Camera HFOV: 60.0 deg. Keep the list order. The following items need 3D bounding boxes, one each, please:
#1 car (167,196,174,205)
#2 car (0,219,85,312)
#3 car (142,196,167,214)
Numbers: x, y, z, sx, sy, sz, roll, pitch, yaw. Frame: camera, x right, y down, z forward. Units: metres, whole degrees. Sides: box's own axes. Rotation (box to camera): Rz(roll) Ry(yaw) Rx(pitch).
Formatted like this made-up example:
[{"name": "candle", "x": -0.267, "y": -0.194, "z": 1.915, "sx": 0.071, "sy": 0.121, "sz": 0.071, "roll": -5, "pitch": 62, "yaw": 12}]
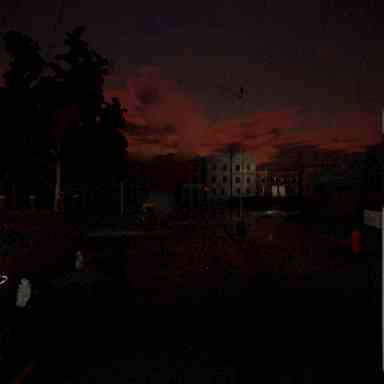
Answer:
[{"name": "car", "x": -4.073, "y": 1.463, "z": 56.878, "sx": 2.128, "sy": 1.511, "sz": 4.902, "roll": 0, "pitch": 0, "yaw": 0}, {"name": "car", "x": -4.109, "y": 1.473, "z": 7.883, "sx": 1.882, "sy": 1.535, "sz": 5.008, "roll": 0, "pitch": 0, "yaw": 0}, {"name": "car", "x": -4.141, "y": 1.459, "z": 35.869, "sx": 1.882, "sy": 1.535, "sz": 5.008, "roll": 0, "pitch": 0, "yaw": 0}]
